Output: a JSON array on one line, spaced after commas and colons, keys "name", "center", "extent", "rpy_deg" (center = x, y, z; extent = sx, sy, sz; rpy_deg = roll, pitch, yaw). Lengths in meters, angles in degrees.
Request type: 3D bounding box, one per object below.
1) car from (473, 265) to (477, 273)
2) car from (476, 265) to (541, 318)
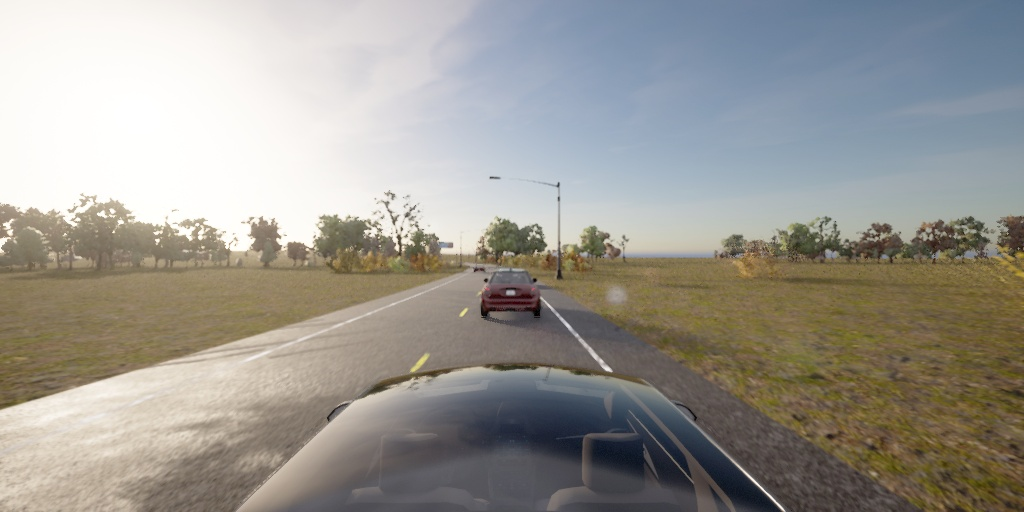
[{"name": "car", "center": [-5.323, 2.101, 59.044], "extent": [1.895, 1.301, 4.718], "rpy_deg": [0, -1, -3]}, {"name": "car", "center": [-0.060, 1.264, 14.000], "extent": [2.097, 1.767, 4.553], "rpy_deg": [0, -1, 0]}]
